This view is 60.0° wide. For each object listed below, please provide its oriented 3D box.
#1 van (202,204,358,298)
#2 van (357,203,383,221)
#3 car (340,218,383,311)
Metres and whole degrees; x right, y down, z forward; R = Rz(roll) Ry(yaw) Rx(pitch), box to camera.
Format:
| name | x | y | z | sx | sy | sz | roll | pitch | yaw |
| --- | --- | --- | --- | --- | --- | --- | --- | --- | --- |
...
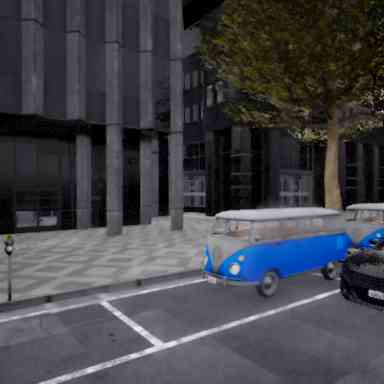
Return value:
| name | x | y | z | sx | sy | sz | roll | pitch | yaw |
| --- | --- | --- | --- | --- | --- | --- | --- | --- | --- |
| van | 2.130 | 1.304 | 8.162 | 3.998 | 1.788 | 1.690 | 0 | 0 | -35 |
| van | 6.706 | 1.271 | 11.422 | 3.998 | 1.788 | 1.690 | 0 | 0 | -35 |
| car | 5.115 | 1.430 | 7.022 | 5.008 | 1.535 | 1.882 | 0 | 0 | -35 |
